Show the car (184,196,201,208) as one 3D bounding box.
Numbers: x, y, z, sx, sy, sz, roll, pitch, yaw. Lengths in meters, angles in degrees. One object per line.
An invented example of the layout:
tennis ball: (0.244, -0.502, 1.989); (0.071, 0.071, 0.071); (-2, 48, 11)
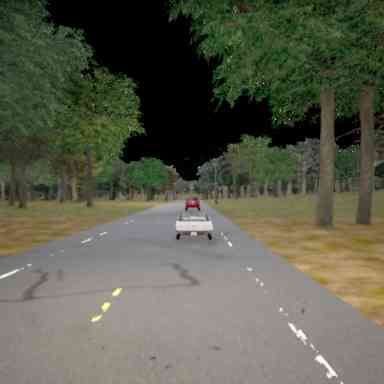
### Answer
car: (0.106, 1.634, 47.817); (2.150, 2.045, 5.566); (0, 0, 0)

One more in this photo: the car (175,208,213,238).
car: (0.102, 1.795, 18.774); (1.895, 1.301, 4.718); (0, -1, 0)
